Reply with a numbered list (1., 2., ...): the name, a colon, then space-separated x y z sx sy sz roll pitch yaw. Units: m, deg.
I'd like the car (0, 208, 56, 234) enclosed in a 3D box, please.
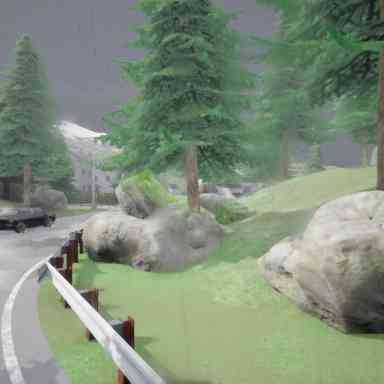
1. car: -9.875 1.605 19.348 1.895 1.301 4.718 0 0 4
